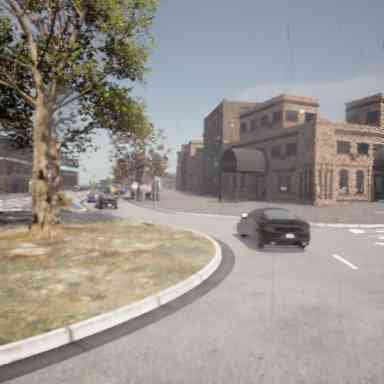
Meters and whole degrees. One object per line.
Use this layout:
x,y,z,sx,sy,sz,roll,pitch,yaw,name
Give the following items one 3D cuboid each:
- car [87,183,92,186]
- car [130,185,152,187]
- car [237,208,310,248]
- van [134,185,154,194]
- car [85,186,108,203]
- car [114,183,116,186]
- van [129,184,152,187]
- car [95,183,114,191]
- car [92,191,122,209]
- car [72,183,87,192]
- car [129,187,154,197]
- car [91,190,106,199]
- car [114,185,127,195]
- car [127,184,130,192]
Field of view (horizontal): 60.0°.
-29.223,-1.060,89.431,2.163,1.488,4.792,1,2,-4,car
-9.008,0.066,62.957,4.553,1.767,2.185,1,2,-9,car
3.336,1.405,14.383,1.882,1.535,5.008,2,0,-4,car
-11.027,-0.509,76.348,4.442,1.987,1.878,1,2,-8,van
-12.814,0.529,44.342,2.097,1.767,4.553,1,2,-19,car
-19.244,-0.672,78.170,1.882,1.535,5.008,1,2,-6,car
-9.603,-0.129,65.647,4.442,1.987,1.878,1,2,-9,van
-17.718,-0.376,67.617,2.150,2.045,5.566,1,2,-9,car
-9.066,0.992,35.121,1.837,1.490,4.892,1,1,-23,car
-28.752,-0.882,83.962,2.097,1.535,5.008,1,2,-5,car
-8.596,0.283,60.238,4.892,1.521,2.231,1,2,-9,car
-15.615,0.405,55.611,1.895,1.301,4.718,1,2,-10,car
-14.921,-0.079,69.128,1.812,1.442,4.674,1,2,-8,car
-9.915,-0.246,68.376,5.566,2.045,2.435,1,2,-9,car
